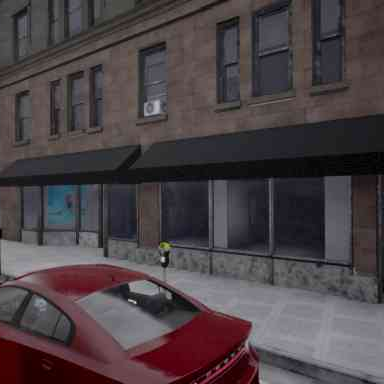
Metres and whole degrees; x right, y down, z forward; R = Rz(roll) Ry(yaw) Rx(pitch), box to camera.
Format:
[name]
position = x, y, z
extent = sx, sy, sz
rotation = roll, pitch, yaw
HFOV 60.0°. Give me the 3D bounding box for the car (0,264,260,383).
[car]
position = -1.468, 1.545, 3.893
extent = 4.507, 1.381, 1.887
rotation = 0, 0, 35
